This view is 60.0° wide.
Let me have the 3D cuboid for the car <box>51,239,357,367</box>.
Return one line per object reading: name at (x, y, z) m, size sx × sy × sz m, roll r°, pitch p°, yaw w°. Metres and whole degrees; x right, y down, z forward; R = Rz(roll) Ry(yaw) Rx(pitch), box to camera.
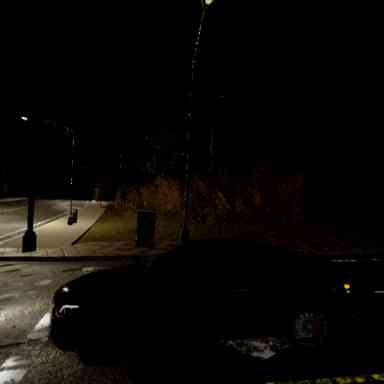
car at (0.251, 1.520, 5.356) m, size 4.674 × 1.442 × 1.812 m, roll 0°, pitch 0°, yaw -9°
